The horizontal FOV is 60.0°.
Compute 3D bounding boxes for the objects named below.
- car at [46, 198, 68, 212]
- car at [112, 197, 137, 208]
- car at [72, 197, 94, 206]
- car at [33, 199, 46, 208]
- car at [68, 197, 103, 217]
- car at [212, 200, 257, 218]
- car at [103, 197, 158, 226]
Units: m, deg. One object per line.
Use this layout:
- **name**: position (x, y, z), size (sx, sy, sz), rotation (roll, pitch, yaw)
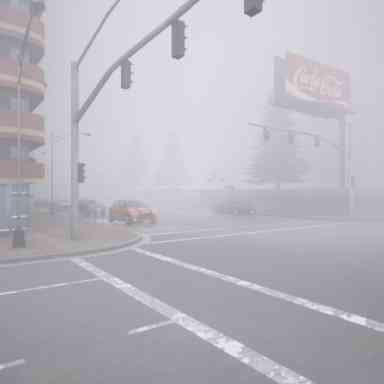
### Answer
- **car**: position (-15.323, 1.475, 39.107), size (1.882, 1.535, 5.008), rotation (0, 0, -36)
- **car**: position (-10.263, 1.520, 50.342), size (1.812, 1.442, 4.674), rotation (0, 0, -36)
- **car**: position (-18.230, 1.543, 55.370), size (2.033, 1.411, 5.357), rotation (0, 0, -36)
- **car**: position (-21.261, 1.598, 47.367), size (1.895, 1.301, 4.718), rotation (0, 0, -35)
- **car**: position (-9.652, 1.488, 31.265), size (2.128, 1.511, 4.902), rotation (0, 0, -36)
- **car**: position (3.818, 1.499, 30.842), size (1.837, 1.490, 4.892), rotation (0, 0, -36)
- **car**: position (-4.315, 1.349, 23.899), size (2.097, 1.767, 4.553), rotation (0, 0, -36)
